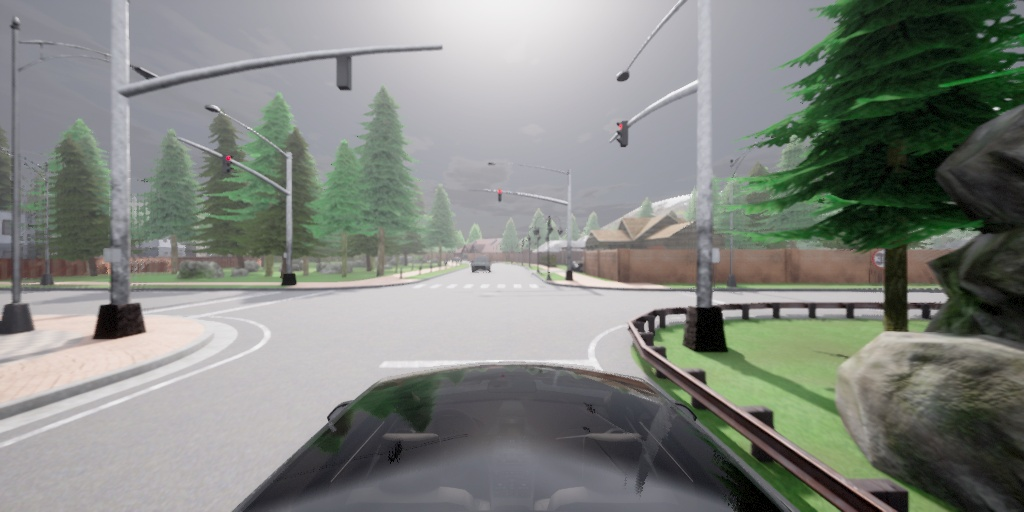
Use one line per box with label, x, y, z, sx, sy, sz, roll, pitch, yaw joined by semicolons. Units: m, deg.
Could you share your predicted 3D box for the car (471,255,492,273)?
car;-3.438;0.929;40.772;2.097;1.767;4.553;0;0;-1
